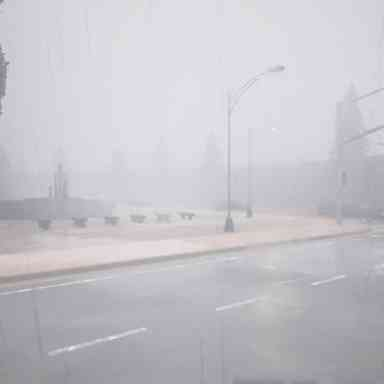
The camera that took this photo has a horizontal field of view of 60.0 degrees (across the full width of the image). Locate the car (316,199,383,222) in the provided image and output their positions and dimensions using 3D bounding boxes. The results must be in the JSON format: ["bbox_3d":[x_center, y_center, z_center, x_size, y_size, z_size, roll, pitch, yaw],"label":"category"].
[{"bbox_3d":[13.055,1.547,26.586,2.033,1.411,5.357,0,0,-33],"label":"car"}]

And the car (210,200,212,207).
[{"bbox_3d":[4.534,1.477,43.633,1.882,1.535,5.008,0,-1,-45],"label":"car"}]

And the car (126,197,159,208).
[{"bbox_3d":[-7.214,1.601,48.613,4.718,1.301,1.895,0,0,29],"label":"car"}]

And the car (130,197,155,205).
[{"bbox_3d":[-9.106,1.564,61.192,4.181,1.385,1.994,0,0,22],"label":"car"}]

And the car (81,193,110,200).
[{"bbox_3d":[-18.646,1.221,63.939,5.566,2.045,2.150,0,0,10],"label":"car"}]

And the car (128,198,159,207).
[{"bbox_3d":[-7.760,1.601,52.930,4.718,1.301,1.895,0,0,26],"label":"car"}]

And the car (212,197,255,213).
[{"bbox_3d":[4.917,1.503,37.777,1.837,1.490,4.892,0,0,-39],"label":"car"}]
